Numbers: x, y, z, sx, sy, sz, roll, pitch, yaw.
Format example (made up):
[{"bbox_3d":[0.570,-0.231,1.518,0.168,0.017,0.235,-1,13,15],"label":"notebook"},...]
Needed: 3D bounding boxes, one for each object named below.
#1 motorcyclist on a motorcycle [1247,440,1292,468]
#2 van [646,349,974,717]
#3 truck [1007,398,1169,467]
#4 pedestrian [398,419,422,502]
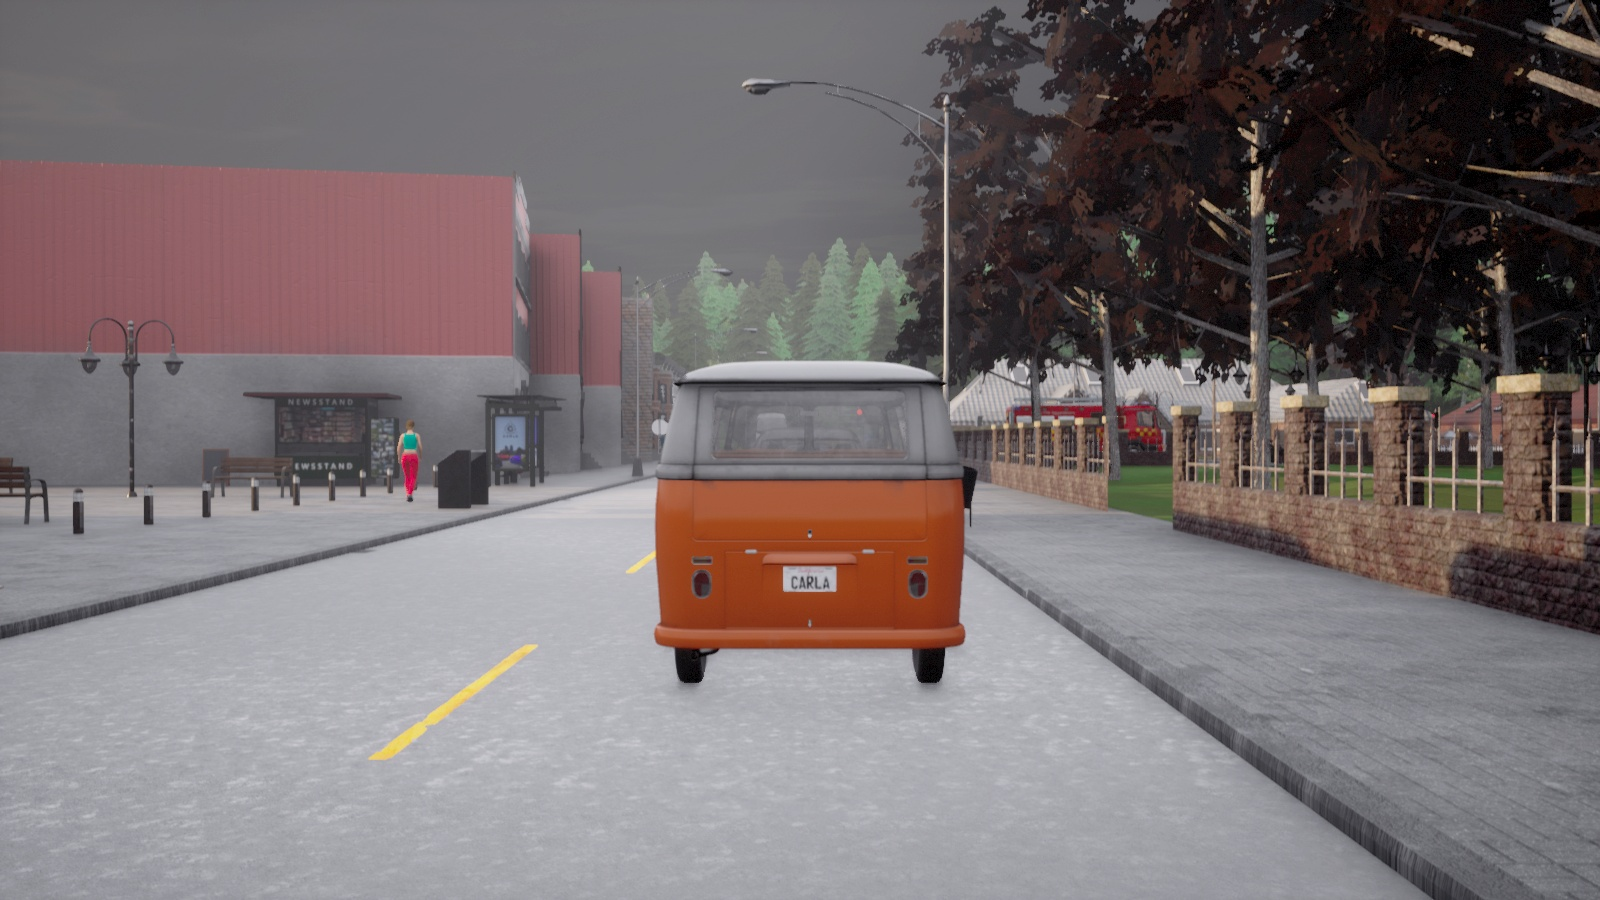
[{"bbox_3d":[26.547,0.223,71.055,2.191,1.530,0.866,0,0,-1],"label":"motorcyclist on a motorcycle"},{"bbox_3d":[0.066,0.427,9.021,1.775,1.987,4.442,0,1,0],"label":"van"},{"bbox_3d":[16.226,-0.985,71.078,8.468,3.827,2.891,0,0,-1],"label":"truck"},{"bbox_3d":[-8.697,0.221,28.026,0.345,1.836,0.594,0,0,-1],"label":"pedestrian"}]
